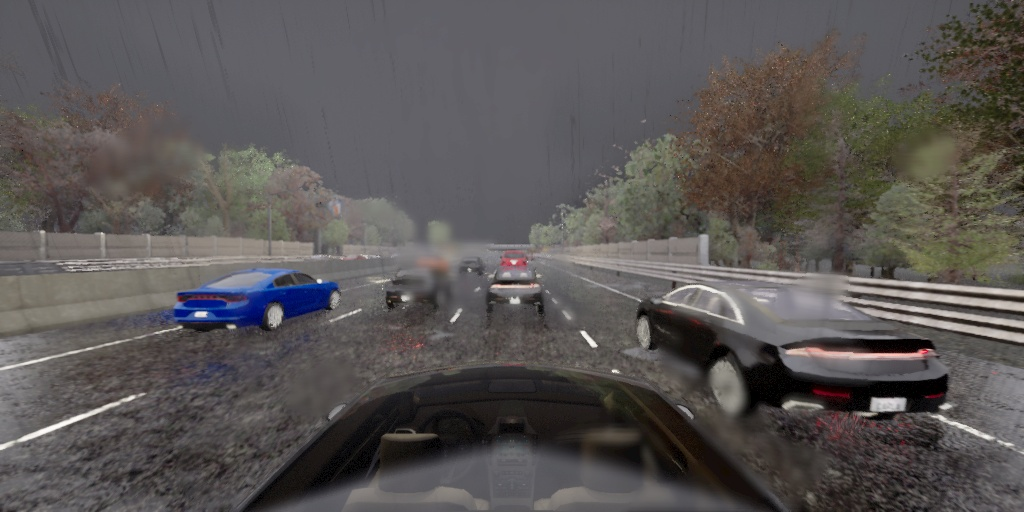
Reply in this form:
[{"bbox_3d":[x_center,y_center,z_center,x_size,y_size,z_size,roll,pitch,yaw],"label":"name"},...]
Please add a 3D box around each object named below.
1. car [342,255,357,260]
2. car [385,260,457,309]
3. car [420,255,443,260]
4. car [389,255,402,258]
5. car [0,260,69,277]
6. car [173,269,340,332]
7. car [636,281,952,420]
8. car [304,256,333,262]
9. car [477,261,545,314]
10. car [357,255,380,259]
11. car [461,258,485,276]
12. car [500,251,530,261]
[{"bbox_3d":[-24.423,0.548,55.439,1.882,1.535,5.008,0,1,1],"label":"car"},{"bbox_3d":[-3.372,1.095,13.954,1.837,1.490,4.892,0,1,0],"label":"car"},{"bbox_3d":[-6.835,0.726,31.071,2.097,1.767,4.553,0,1,0],"label":"car"},{"bbox_3d":[-17.437,0.614,54.021,1.812,1.442,4.674,0,1,1],"label":"car"},{"bbox_3d":[-17.577,0.969,11.798,2.097,1.767,4.553,0,1,0],"label":"car"},{"bbox_3d":[-6.878,1.113,10.425,1.882,1.535,5.008,0,1,0],"label":"car"},{"bbox_3d":[3.553,1.146,5.776,2.128,1.511,4.902,0,1,1],"label":"car"},{"bbox_3d":[-27.941,0.659,52.017,2.033,1.411,5.357,0,1,1],"label":"car"},{"bbox_3d":[0.125,1.094,13.013,2.128,1.511,4.902,0,1,0],"label":"car"},{"bbox_3d":[-20.937,0.692,53.788,1.895,1.301,4.718,0,1,1],"label":"car"},{"bbox_3d":[-3.334,0.875,31.326,1.837,1.490,4.892,0,1,0],"label":"car"},{"bbox_3d":[0.163,0.602,30.528,2.150,2.045,5.566,0,1,0],"label":"car"}]
